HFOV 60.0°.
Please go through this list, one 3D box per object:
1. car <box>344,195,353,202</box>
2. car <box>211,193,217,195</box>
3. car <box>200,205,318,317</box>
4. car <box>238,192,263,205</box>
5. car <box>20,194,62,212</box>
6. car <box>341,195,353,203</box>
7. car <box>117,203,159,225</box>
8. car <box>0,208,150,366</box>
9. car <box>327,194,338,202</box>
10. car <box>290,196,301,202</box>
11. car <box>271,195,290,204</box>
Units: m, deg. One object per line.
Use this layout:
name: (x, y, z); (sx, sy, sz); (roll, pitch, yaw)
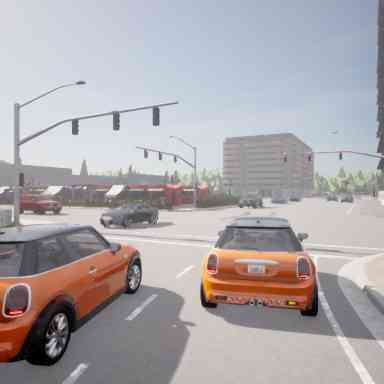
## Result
car: (36.651, 1.500, 77.813); (1.837, 1.490, 4.892); (0, 0, 27)
car: (5.019, 1.209, 86.950); (4.605, 1.855, 1.932); (0, 0, 28)
car: (1.618, 1.352, 7.816); (2.097, 1.767, 4.553); (0, 0, 14)
car: (8.202, 1.221, 46.052); (2.150, 2.045, 5.566); (0, 0, 28)
car: (-16.148, 1.277, 34.772); (5.566, 2.045, 2.150); (0, 0, 28)
car: (32.066, 1.595, 68.988); (1.895, 1.301, 4.718); (0, 0, 27)
car: (-4.087, 1.528, 22.320); (2.128, 1.511, 4.902); (0, 0, 27)
car: (-2.497, 1.352, 6.104); (2.097, 1.767, 4.553); (0, 0, 10)
car: (33.514, 1.355, 79.366); (2.097, 1.767, 4.553); (0, 0, 27)
car: (23.001, 1.590, 74.317); (1.895, 1.301, 4.718); (0, 0, 27)
car: (16.056, 1.351, 61.084); (2.097, 1.767, 4.553); (0, 0, 28)
